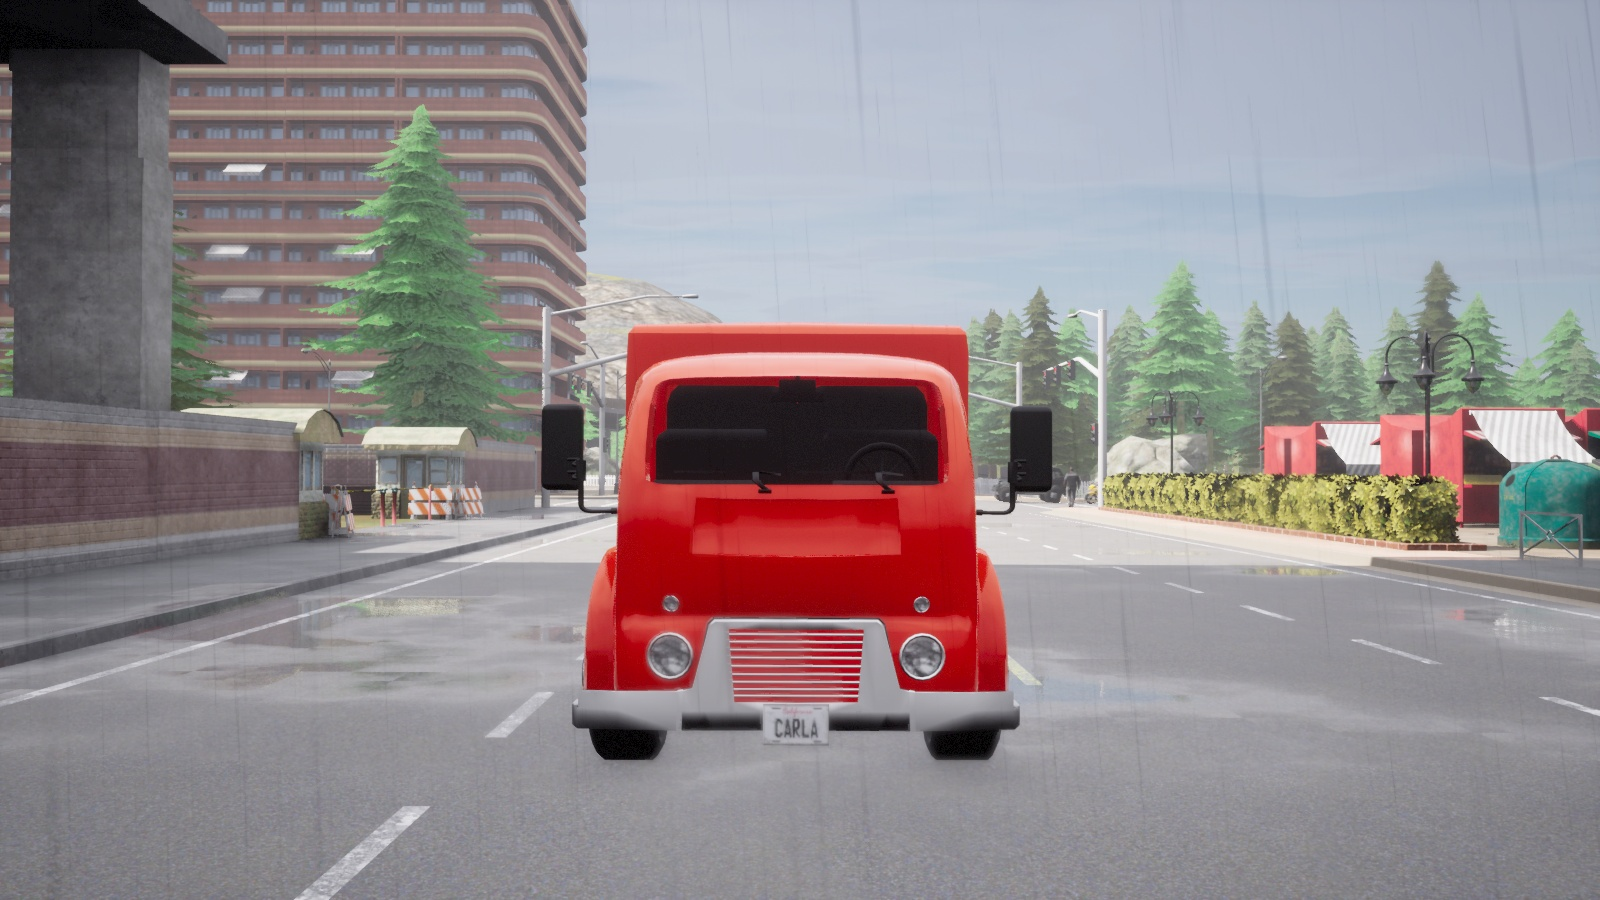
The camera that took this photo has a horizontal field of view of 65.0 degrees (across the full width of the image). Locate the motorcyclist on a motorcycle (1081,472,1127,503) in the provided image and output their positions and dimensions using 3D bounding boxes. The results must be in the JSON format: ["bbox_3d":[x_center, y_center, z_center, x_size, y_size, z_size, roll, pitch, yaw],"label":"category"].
[{"bbox_3d":[14.964,1.829,61.898,2.044,1.523,0.797,0,-1,0],"label":"motorcyclist on a motorcycle"}]

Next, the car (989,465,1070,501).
[{"bbox_3d":[11.946,1.712,65.416,3.866,1.878,1.905,0,-1,0],"label":"car"}]

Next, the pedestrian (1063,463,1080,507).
[{"bbox_3d":[11.693,1.498,54.104,0.563,1.883,0.849,0,-1,3],"label":"pedestrian"}]

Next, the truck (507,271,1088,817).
[{"bbox_3d":[-0.022,0.467,8.307,2.627,2.467,5.204,0,-1,0],"label":"truck"}]
